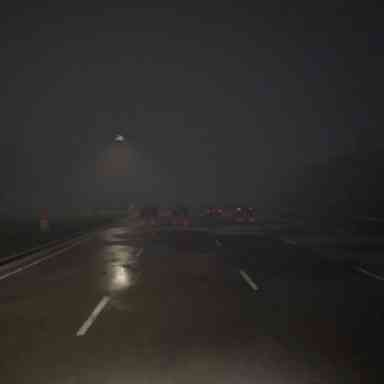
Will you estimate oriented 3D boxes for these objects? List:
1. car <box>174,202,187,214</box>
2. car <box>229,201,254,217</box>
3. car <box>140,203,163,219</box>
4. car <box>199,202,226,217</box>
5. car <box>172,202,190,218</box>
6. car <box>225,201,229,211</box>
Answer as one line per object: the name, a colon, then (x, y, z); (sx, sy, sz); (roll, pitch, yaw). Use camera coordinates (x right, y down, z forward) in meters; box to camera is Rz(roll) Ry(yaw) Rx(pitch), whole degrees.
car: (-1.699, 2.275, 48.315); (1.837, 1.490, 4.892); (-1, -1, -2)
car: (5.730, 2.003, 38.143); (1.812, 1.442, 4.674); (-1, -1, -1)
car: (-4.757, 2.153, 37.524); (2.128, 1.511, 4.902); (-1, -1, -2)
car: (2.242, 2.082, 37.651); (2.033, 1.411, 5.357); (-1, -1, -1)
car: (-1.256, 2.089, 37.546); (2.128, 1.511, 4.902); (-1, -1, -2)
car: (5.296, 2.150, 48.524); (1.837, 1.490, 4.892); (-1, 0, -2)
